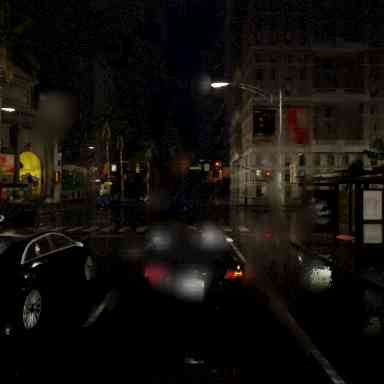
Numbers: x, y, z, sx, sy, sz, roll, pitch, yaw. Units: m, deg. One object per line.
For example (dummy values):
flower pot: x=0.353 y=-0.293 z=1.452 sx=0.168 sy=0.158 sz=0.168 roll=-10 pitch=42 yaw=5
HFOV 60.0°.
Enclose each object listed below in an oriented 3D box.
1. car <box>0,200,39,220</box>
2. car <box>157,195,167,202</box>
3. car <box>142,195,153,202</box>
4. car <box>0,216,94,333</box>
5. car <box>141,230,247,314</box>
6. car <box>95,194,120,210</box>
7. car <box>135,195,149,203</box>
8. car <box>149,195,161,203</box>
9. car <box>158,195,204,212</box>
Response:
car: x=-10.650 y=1.352 z=18.995 sx=2.097 sy=1.767 sz=4.553 roll=0 pitch=0 yaw=0
car: x=-7.208 y=1.524 z=80.113 sx=1.812 sy=1.442 sz=4.674 roll=0 pitch=0 yaw=0
car: x=-10.711 y=1.524 z=80.307 sx=1.812 sy=1.442 sz=4.674 roll=0 pitch=0 yaw=0
car: x=-3.461 y=1.492 z=6.772 sx=2.128 sy=1.511 sz=4.902 roll=0 pitch=0 yaw=0
car: x=0.043 y=1.564 z=7.710 sx=1.994 sy=1.385 sz=4.181 roll=0 pitch=0 yaw=0
car: x=-10.714 y=1.221 z=42.785 sx=2.150 sy=2.045 sz=5.566 roll=0 pitch=0 yaw=0
car: x=-10.688 y=1.540 z=70.328 sx=2.033 sy=1.411 sz=5.357 roll=0 pitch=0 yaw=0
car: x=-7.187 y=1.525 z=70.066 sx=2.128 sy=1.511 sz=4.902 roll=0 pitch=0 yaw=0
car: x=-1.315 y=1.477 z=38.893 sx=5.008 sy=1.535 sz=1.882 roll=0 pitch=1 yaw=45
